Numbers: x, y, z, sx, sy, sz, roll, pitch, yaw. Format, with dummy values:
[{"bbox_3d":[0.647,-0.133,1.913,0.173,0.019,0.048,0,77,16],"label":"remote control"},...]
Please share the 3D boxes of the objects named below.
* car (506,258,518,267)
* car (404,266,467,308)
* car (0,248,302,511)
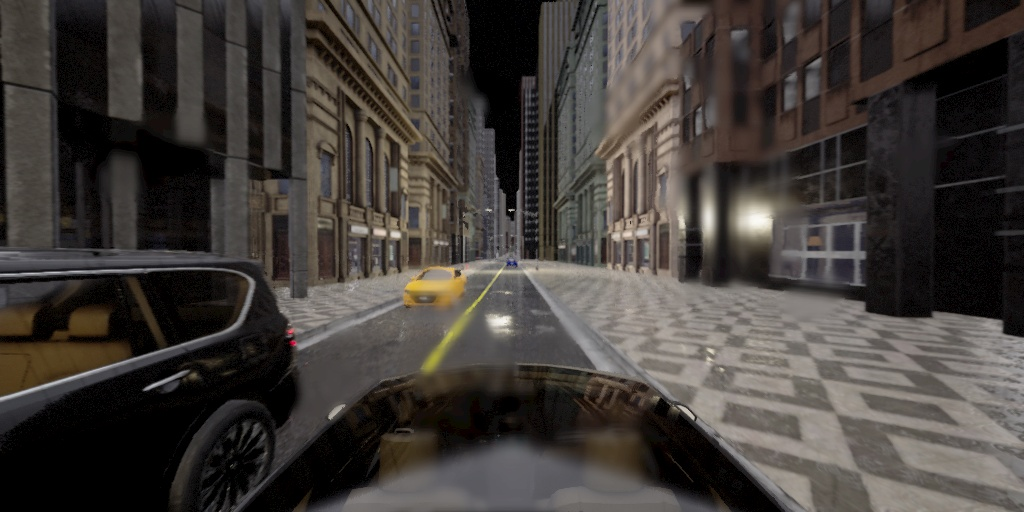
[{"bbox_3d":[0.004,1.188,63.994,1.882,1.535,5.008,0,0,0],"label":"car"},{"bbox_3d":[-3.079,1.225,15.291,1.882,1.535,5.008,0,1,0],"label":"car"},{"bbox_3d":[-3.085,0.973,1.120,2.150,2.045,5.566,0,0,1],"label":"car"}]
